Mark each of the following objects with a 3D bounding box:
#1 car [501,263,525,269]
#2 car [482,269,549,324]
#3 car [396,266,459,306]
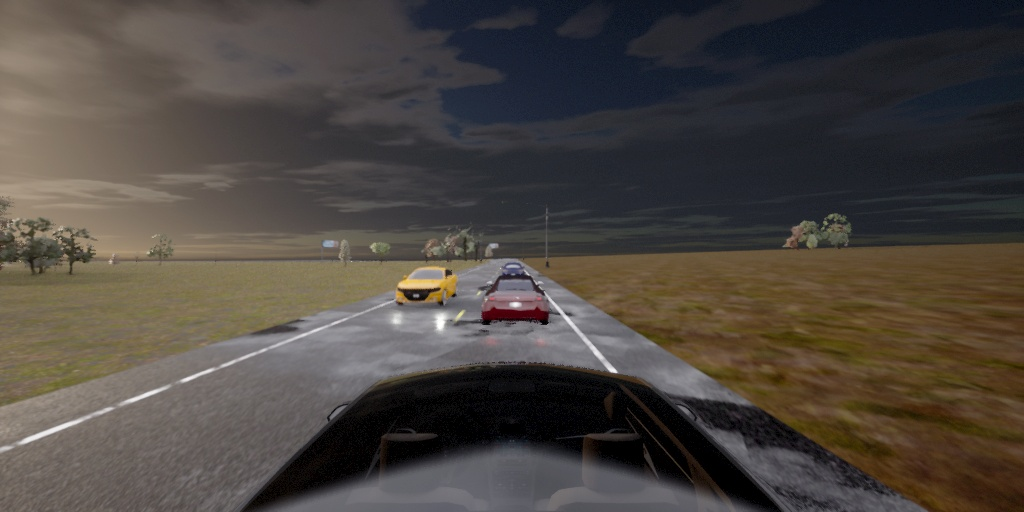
[{"bbox_3d":[0.096,1.262,29.558,1.812,1.442,4.674,0,0,0],"label":"car"},{"bbox_3d":[0.099,1.309,11.879,1.994,1.385,4.181,0,0,0],"label":"car"},{"bbox_3d":[-3.588,1.220,15.919,1.882,1.535,5.008,0,0,0],"label":"car"}]
